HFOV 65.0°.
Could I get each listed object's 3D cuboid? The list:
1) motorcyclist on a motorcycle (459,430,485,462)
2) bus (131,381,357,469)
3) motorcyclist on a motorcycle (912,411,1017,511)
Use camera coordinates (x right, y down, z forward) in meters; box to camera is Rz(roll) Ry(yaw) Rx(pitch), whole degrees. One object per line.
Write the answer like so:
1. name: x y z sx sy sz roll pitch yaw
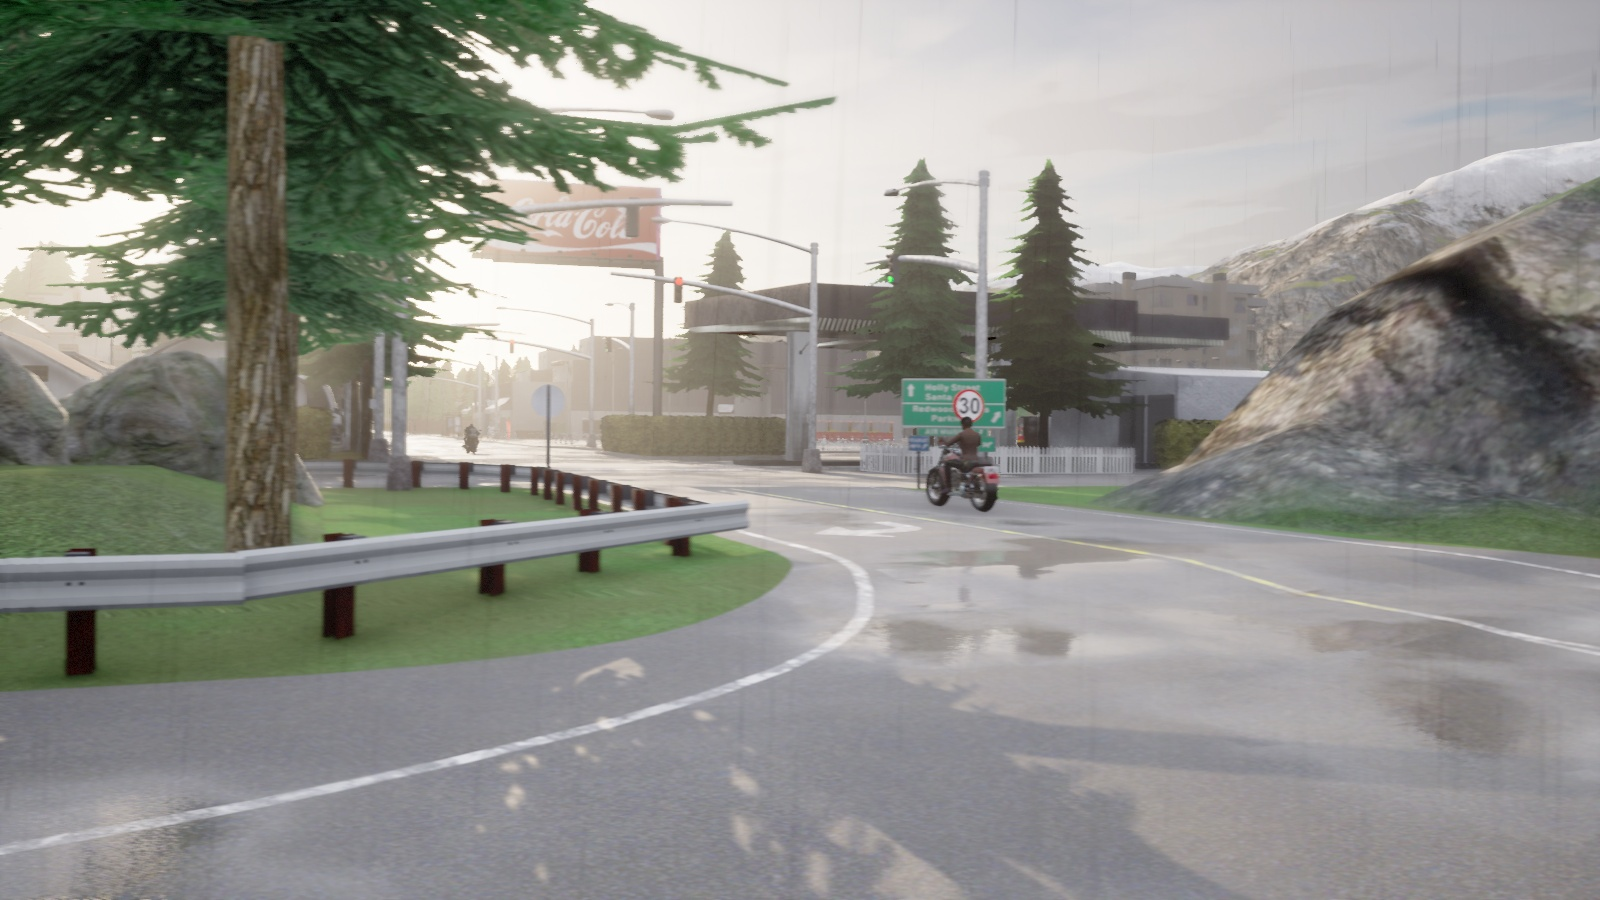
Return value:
1. motorcyclist on a motorcycle: -16.048 -0.186 61.435 0.866 1.530 2.191 -2 0 -24
2. bus: -28.324 -1.329 64.644 10.273 4.253 3.944 -1 1 -21
3. motorcyclist on a motorcycle: 2.831 0.166 21.853 0.766 1.649 2.350 -1 1 -21
